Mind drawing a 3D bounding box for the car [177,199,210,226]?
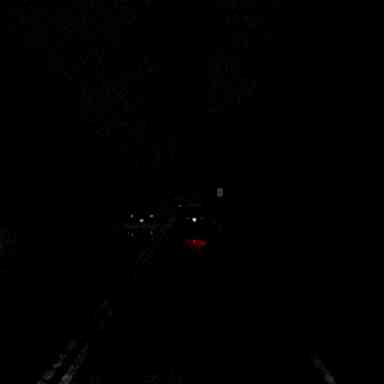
[{"bbox_3d":[0.154,1.433,22.662,1.837,1.490,4.892,0,0,0],"label":"car"}]

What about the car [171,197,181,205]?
[{"bbox_3d":[-2.993,1.791,64.388,1.882,1.535,5.008,0,-1,1],"label":"car"}]

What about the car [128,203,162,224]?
[{"bbox_3d":[-3.290,1.478,24.371,2.033,1.411,5.357,0,0,0],"label":"car"}]
